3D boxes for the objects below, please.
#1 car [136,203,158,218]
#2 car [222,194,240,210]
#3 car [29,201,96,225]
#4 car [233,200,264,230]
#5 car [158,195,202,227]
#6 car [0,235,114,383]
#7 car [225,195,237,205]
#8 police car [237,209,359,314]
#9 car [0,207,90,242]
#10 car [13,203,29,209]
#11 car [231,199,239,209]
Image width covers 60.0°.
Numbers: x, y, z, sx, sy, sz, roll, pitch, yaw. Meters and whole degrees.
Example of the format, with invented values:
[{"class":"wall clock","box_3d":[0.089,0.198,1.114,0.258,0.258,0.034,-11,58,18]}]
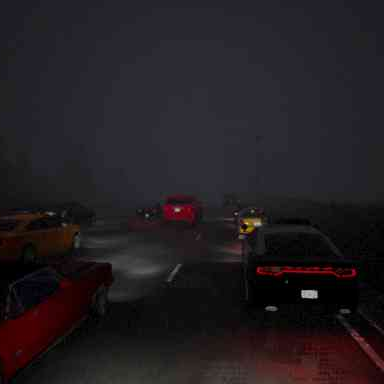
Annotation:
[{"class":"car","box_3d":[-3.409,1.608,29.392,1.895,1.301,4.718,0,0,6]},{"class":"car","box_3d":[5.156,1.229,43.770,2.150,2.045,5.566,0,0,7]},{"class":"car","box_3d":[-7.864,1.358,21.129,2.097,1.767,4.553,0,0,6]},{"class":"car","box_3d":[3.293,1.458,17.888,1.801,1.575,5.366,0,0,6]},{"class":"car","box_3d":[-0.566,1.226,23.298,2.150,2.045,5.566,0,0,7]},{"class":"car","box_3d":[-2.688,1.602,4.556,1.895,1.301,4.718,0,0,6]},{"class":"car","box_3d":[6.775,1.361,58.135,2.097,1.767,4.553,0,0,6]},{"class":"police car","box_3d":[2.164,1.426,7.871,1.930,1.638,5.238,0,0,6]},{"class":"car","box_3d":[-5.472,1.481,11.109,1.882,1.535,5.008,0,0,6]},{"class":"car","box_3d":[-11.078,1.501,23.871,2.128,1.511,4.902,0,0,6]},{"class":"car","box_3d":[3.944,1.509,23.661,1.837,1.490,4.892,0,0,6]}]
